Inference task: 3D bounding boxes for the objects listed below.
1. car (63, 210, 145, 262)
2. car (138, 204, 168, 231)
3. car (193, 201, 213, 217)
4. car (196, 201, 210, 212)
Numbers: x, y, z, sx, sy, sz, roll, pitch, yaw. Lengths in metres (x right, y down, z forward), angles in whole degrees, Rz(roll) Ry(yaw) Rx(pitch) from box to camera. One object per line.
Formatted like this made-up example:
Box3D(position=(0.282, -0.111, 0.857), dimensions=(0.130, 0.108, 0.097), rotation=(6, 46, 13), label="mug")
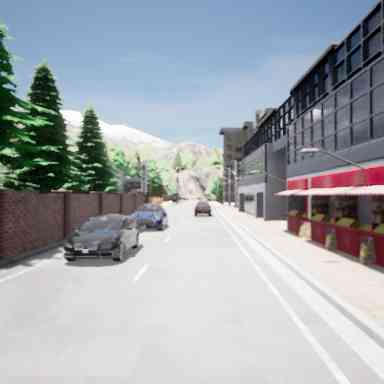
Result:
Box3D(position=(-3.244, 1.647, 12.790), dimensions=(1.837, 1.490, 4.892), rotation=(0, -1, 2), label="car")
Box3D(position=(-2.872, 1.603, 22.699), dimensions=(2.097, 1.767, 4.553), rotation=(0, -1, 2), label="car")
Box3D(position=(1.195, 1.916, 36.890), dimensions=(1.837, 1.490, 4.892), rotation=(0, -1, 2), label="car")
Box3D(position=(1.507, 2.029, 47.082), dimensions=(1.837, 1.490, 4.892), rotation=(0, -1, 2), label="car")
